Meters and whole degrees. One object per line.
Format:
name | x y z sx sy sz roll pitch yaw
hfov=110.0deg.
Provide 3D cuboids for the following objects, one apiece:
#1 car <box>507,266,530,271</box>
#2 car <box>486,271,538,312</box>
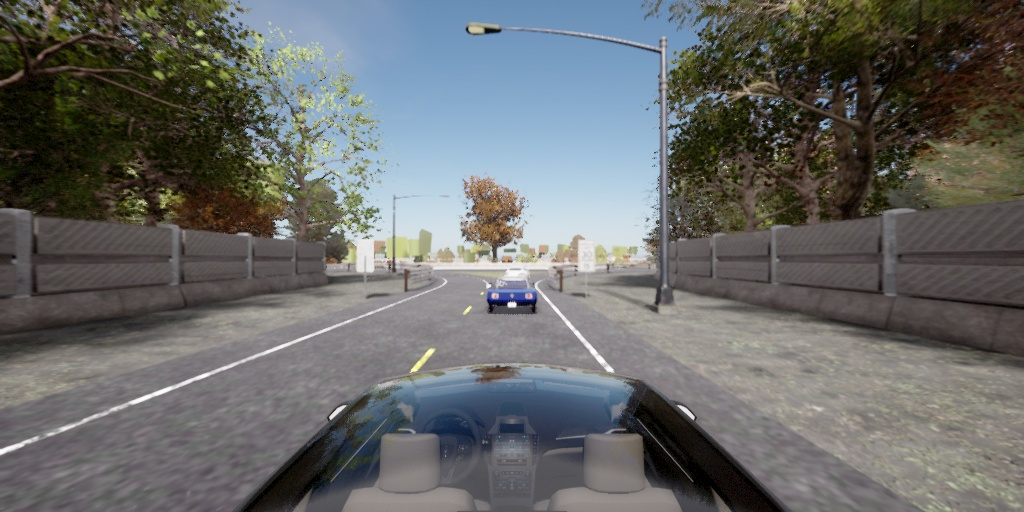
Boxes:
car | 0.506 1.582 30.573 1.812 1.442 4.674 0 0 9
car | 0.020 1.493 15.095 1.895 1.301 4.718 0 -1 0
